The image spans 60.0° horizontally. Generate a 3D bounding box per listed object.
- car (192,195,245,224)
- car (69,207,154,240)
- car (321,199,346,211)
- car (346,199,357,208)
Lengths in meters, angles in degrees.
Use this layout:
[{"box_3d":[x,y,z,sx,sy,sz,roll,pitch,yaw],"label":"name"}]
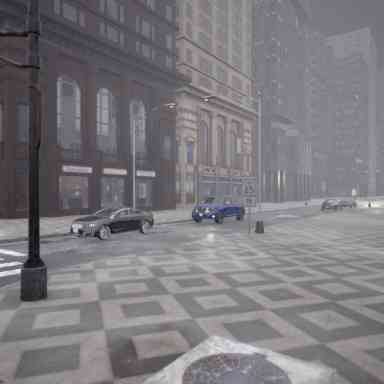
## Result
[{"box_3d":[2.226,1.295,26.159,2.150,2.045,5.566,0,0,35],"label":"car"},{"box_3d":[-4.024,1.533,17.434,2.128,1.511,4.902,0,0,34],"label":"car"},{"box_3d":[17.858,1.656,42.502,1.812,1.442,4.674,0,0,36],"label":"car"},{"box_3d":[23.760,1.703,50.747,2.033,1.411,5.357,0,0,36],"label":"car"}]
